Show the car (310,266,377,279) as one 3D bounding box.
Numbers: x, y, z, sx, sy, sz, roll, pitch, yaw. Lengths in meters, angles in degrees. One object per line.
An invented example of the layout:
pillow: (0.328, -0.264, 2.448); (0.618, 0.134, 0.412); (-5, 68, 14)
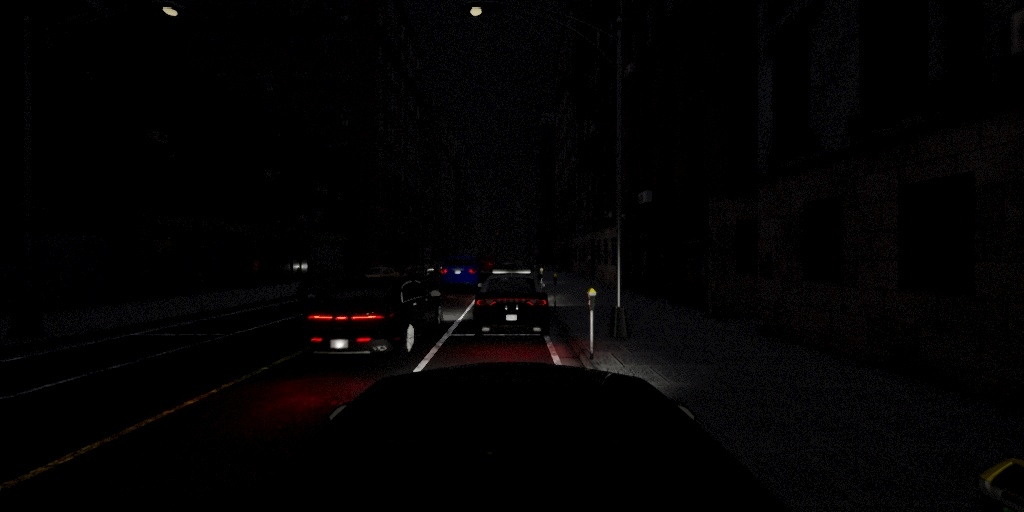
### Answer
car: (-8.408, 1.315, 17.218); (1.948, 1.339, 4.313); (0, 0, 0)

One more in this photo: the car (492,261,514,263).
car: (-0.383, 1.315, 28.035); (1.948, 1.339, 4.313); (0, 0, 0)

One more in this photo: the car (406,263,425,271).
car: (-8.408, 1.331, 28.044); (1.802, 1.307, 4.207); (0, 0, 0)

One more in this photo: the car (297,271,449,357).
car: (-2.920, 1.253, 8.483); (1.837, 1.490, 4.892); (0, 0, 0)

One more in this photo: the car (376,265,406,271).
car: (-8.408, 1.275, 22.461); (1.751, 1.417, 4.829); (0, 0, 0)

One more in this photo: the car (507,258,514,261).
car: (-0.383, 1.269, 39.031); (1.751, 1.417, 4.829); (0, 0, 0)

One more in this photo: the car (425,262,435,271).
car: (-8.408, 1.298, 33.457); (2.007, 1.370, 4.403); (0, 0, 0)

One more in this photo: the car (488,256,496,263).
car: (-3.016, 0.965, 39.694); (2.150, 2.045, 5.566); (0, 0, 0)

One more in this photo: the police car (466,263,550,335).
police car: (-0.012, 1.175, 10.610); (1.930, 1.638, 5.238); (0, 0, 0)

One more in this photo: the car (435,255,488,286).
car: (-2.928, 0.971, 22.041); (2.150, 2.045, 5.566); (0, 0, 0)
